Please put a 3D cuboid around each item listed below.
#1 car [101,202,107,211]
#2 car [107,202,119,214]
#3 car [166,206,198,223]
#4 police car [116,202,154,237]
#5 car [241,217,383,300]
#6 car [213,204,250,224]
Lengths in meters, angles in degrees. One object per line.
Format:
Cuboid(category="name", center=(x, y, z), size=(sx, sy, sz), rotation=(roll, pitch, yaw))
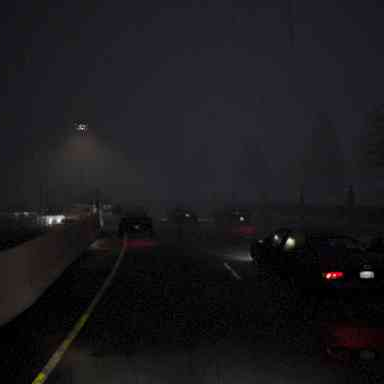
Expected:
Cuboid(category="car", center=(-13.118, 2.126, 49.275), size=(2.033, 1.411, 5.357), rotation=(0, -1, -32))
Cuboid(category="car", center=(-8.282, 1.948, 39.429), size=(2.128, 1.511, 4.902), rotation=(0, -1, -24))
Cuboid(category="car", center=(-0.952, 1.882, 29.024), size=(1.994, 1.385, 4.181), rotation=(0, -1, -16))
Cuboid(category="police car", center=(-3.405, 1.654, 19.898), size=(1.930, 1.638, 5.238), rotation=(0, -1, -12))
Cuboid(category="car", center=(3.045, 1.633, 8.761), size=(2.033, 1.411, 5.357), rotation=(0, -1, -6))
Cuboid(category="car", center=(3.159, 1.792, 27.436), size=(1.837, 1.490, 4.892), rotation=(0, -1, -14))
